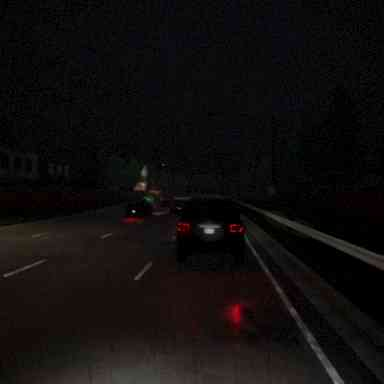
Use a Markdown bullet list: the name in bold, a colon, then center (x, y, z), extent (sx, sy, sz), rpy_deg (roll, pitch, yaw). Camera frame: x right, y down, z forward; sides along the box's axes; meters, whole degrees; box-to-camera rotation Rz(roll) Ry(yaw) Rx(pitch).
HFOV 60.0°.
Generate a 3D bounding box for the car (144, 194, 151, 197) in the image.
- **car**: center (-7.541, 1.456, 45.429), extent (2.128, 1.511, 4.902), rpy_deg (0, 0, 4)

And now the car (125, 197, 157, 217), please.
- **car**: center (-4.935, 1.479, 31.561), extent (1.837, 1.490, 4.892), rpy_deg (0, -1, 4)

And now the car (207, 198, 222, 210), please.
- **car**: center (3.017, 1.594, 44.472), extent (1.994, 1.385, 4.181), rpy_deg (0, 0, 4)

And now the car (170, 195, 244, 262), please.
- **car**: center (0.701, 1.229, 12.380), extent (2.150, 2.045, 5.566), rpy_deg (0, 0, 4)

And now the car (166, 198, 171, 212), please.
- **car**: center (-1.188, 1.565, 34.849), extent (1.994, 1.385, 4.181), rpy_deg (0, 0, 4)

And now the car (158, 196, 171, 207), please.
- **car**: center (-3.581, 1.516, 51.072), extent (1.812, 1.442, 4.674), rpy_deg (0, 0, 5)

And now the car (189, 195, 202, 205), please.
- **car**: center (0.724, 1.373, 61.283), extent (2.097, 1.767, 4.553), rpy_deg (0, 0, 4)

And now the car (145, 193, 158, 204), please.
- **car**: center (-6.786, 1.191, 55.851), extent (2.150, 2.045, 5.566), rpy_deg (0, 0, 4)
